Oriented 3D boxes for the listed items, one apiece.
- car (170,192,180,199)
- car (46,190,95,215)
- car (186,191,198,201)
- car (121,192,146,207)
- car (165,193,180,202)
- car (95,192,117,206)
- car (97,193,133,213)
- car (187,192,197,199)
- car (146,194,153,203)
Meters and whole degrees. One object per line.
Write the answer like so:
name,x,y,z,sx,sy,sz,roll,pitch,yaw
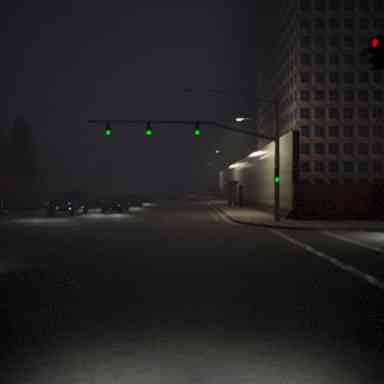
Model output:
car,-3.473,0.779,68.633,1.895,1.301,4.718,0,1,0
car,-10.579,0.864,28.861,2.150,2.045,5.566,0,1,0
car,0.030,0.648,58.638,2.097,1.767,4.553,0,1,0
car,-7.065,1.018,39.996,1.837,1.490,4.892,0,1,0
car,-3.368,0.863,55.231,1.812,1.442,4.674,0,0,0
car,-10.570,1.007,38.635,1.882,1.535,5.008,0,1,0
car,-7.073,1.142,31.103,1.812,1.442,4.674,0,1,0
car,0.027,0.724,68.621,2.033,1.411,5.357,0,1,0
car,-7.023,0.961,50.042,1.994,1.385,4.181,0,1,0
